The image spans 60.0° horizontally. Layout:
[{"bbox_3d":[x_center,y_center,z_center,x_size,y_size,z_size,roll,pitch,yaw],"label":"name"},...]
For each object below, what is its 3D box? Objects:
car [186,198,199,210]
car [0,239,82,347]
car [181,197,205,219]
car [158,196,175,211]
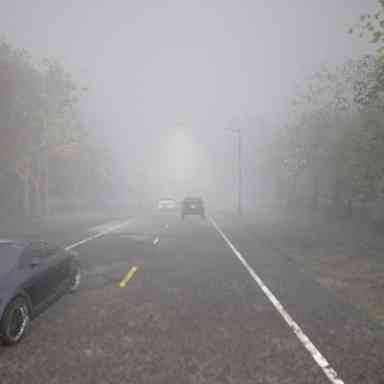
[{"bbox_3d":[0.089,1.821,52.845,2.097,1.767,4.553,0,-1,0],"label":"car"},{"bbox_3d":[-3.601,1.620,6.247,1.994,1.385,4.181,0,-1,0],"label":"car"},{"bbox_3d":[0.091,1.514,32.745,2.150,2.045,5.566,0,0,0],"label":"car"},{"bbox_3d":[-3.572,1.639,47.393,2.150,2.045,5.566,0,-1,0],"label":"car"}]
